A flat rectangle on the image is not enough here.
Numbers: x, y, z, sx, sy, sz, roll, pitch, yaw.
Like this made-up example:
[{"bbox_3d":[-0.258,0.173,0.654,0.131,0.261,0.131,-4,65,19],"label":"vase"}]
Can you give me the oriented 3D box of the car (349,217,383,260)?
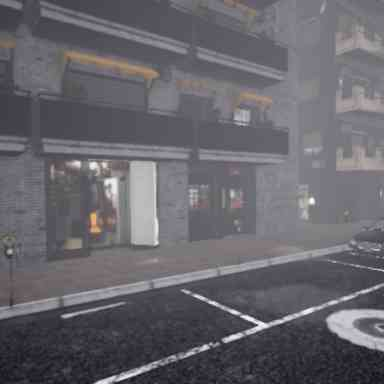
[{"bbox_3d":[6.981,1.481,11.089,4.403,1.369,2.008,0,0,-35],"label":"car"}]
